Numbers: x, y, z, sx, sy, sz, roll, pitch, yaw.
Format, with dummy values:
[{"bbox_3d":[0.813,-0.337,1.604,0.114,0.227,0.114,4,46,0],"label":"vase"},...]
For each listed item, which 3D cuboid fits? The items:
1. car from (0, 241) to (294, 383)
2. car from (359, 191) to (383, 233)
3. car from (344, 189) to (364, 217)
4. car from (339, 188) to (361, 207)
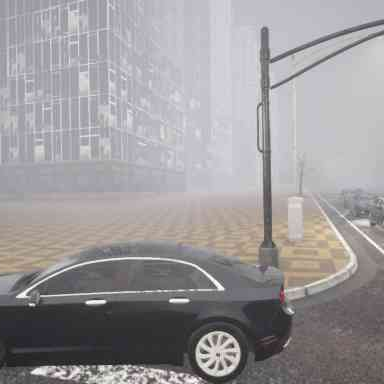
[{"bbox_3d":[-1.085,1.505,4.775,4.892,1.490,1.837,0,0,0],"label":"car"},{"bbox_3d":[8.995,0.928,14.422,2.128,1.511,4.902,-1,2,18],"label":"car"},{"bbox_3d":[11.037,0.759,20.718,1.994,1.385,4.181,-1,2,17],"label":"car"},{"bbox_3d":[13.025,0.453,26.784,2.128,1.511,4.902,-1,2,18],"label":"car"}]
